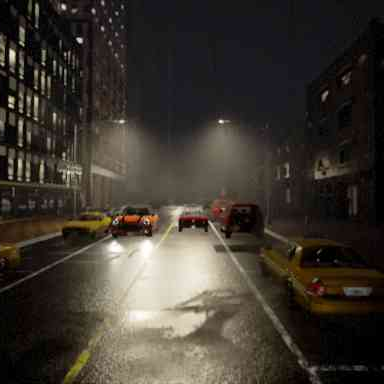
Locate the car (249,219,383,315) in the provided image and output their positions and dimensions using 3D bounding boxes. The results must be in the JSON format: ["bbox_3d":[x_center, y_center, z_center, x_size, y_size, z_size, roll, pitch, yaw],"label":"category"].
[{"bbox_3d":[2.699,1.607,7.736,1.752,1.417,4.829,1,-1,0],"label":"car"}]

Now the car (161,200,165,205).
[{"bbox_3d":[-5.704,2.084,51.925,1.947,1.339,4.313,1,-1,0],"label":"car"}]

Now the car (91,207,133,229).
[{"bbox_3d":[-5.691,1.816,24.199,1.947,1.339,4.313,1,-1,0],"label":"car"}]

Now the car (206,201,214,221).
[{"bbox_3d":[2.691,1.619,29.753,2.192,1.841,5.009,1,-1,0],"label":"car"}]

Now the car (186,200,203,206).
[{"bbox_3d":[0.075,2.013,40.769,1.895,1.301,4.718,0,-1,0],"label":"car"}]

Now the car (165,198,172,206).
[{"bbox_3d":[-5.712,2.237,68.562,1.947,1.339,4.313,1,-1,0],"label":"car"}]

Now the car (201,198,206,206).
[{"bbox_3d":[2.677,2.083,51.932,1.947,1.339,4.313,1,-1,0],"label":"car"}]

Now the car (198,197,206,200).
[{"bbox_3d":[2.664,2.135,85.209,2.192,1.841,5.009,1,-1,0],"label":"car"}]

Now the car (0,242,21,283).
[{"bbox_3d":[-5.682,1.605,7.390,1.752,1.417,4.829,1,-1,0],"label":"car"}]

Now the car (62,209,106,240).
[{"bbox_3d":[-5.687,1.718,18.481,1.752,1.417,4.829,1,-1,0],"label":"car"}]

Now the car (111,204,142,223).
[{"bbox_3d":[-5.693,1.829,29.574,1.752,1.417,4.829,1,-1,0],"label":"car"}]

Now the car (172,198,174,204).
[{"bbox_3d":[-5.715,2.303,74.108,1.802,1.307,4.206,1,-1,0],"label":"car"}]

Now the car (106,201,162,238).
[{"bbox_3d":[-3.109,1.549,18.916,2.097,1.767,4.553,0,-1,0],"label":"car"}]

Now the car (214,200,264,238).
[{"bbox_3d":[2.696,1.508,18.660,2.192,1.841,5.009,1,-1,0],"label":"car"}]

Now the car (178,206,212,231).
[{"bbox_3d":[0.085,1.829,22.122,1.895,1.301,4.718,0,-1,0],"label":"car"}]
